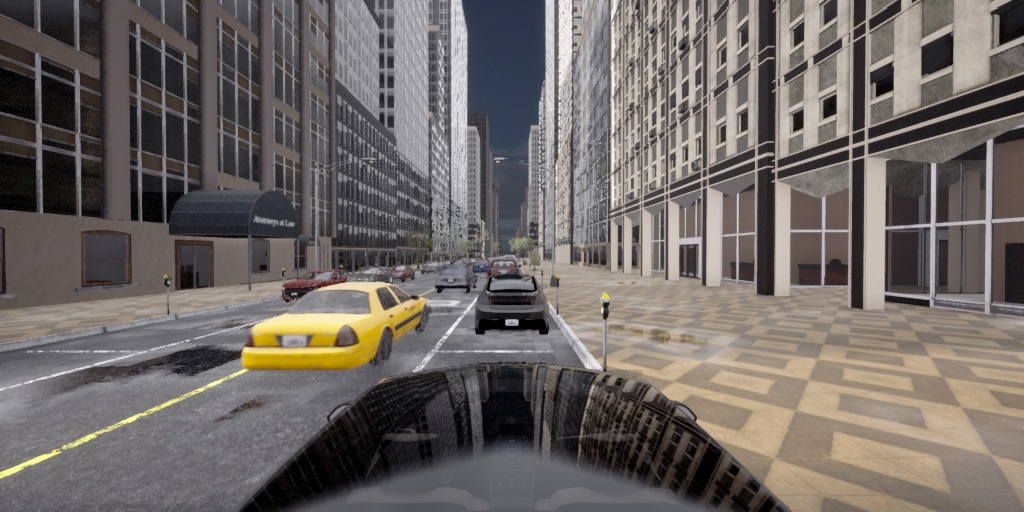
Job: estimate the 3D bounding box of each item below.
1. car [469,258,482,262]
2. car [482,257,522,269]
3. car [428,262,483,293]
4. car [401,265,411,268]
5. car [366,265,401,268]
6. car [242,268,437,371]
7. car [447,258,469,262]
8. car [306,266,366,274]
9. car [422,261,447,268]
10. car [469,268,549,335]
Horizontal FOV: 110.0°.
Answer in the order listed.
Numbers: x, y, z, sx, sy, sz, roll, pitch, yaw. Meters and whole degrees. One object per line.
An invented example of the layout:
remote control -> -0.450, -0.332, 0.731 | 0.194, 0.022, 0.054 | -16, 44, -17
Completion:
car -> -3.075, 1.094, 39.202 | 2.097, 1.767, 4.553 | 0, 0, 0
car -> -0.457, 1.061, 22.523 | 2.192, 1.841, 5.009 | 0, 0, 0
car -> -3.099, 1.294, 20.803 | 2.033, 1.411, 5.357 | 0, 0, 0
car -> -8.837, 1.327, 28.206 | 1.802, 1.307, 4.207 | 0, 0, 0
car -> -8.838, 1.297, 22.523 | 2.007, 1.370, 4.403 | 0, 0, 0
car -> -3.147, 1.205, 7.737 | 1.801, 1.575, 5.366 | 0, 0, 0
car -> -6.217, 1.250, 40.752 | 1.837, 1.490, 4.892 | 0, 0, 0
car -> -8.837, 1.292, 16.839 | 1.888, 1.381, 4.507 | 0, 0, 0
car -> -8.837, 1.294, 39.574 | 2.007, 1.370, 4.403 | 0, 0, 0
car -> -0.001, 1.252, 10.501 | 1.837, 1.490, 4.892 | 0, 0, 0
